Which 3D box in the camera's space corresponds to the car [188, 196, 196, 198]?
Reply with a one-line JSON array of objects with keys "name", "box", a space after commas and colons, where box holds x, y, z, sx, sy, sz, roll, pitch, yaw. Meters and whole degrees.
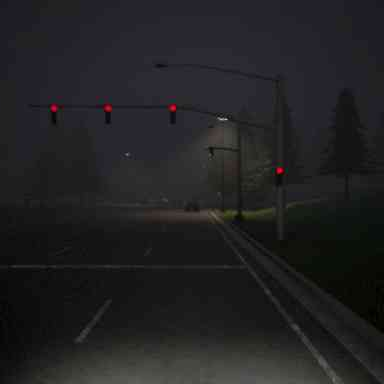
[{"name": "car", "box": [0.047, 1.877, 74.735, 2.150, 2.045, 5.566, 0, -1, 0]}]

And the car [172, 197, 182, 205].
[{"name": "car", "box": [-3.453, 2.208, 75.120, 1.994, 1.385, 4.181, 0, -1, 0]}]

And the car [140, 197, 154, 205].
[{"name": "car", "box": [-10.453, 2.191, 74.708, 2.033, 1.411, 5.357, 0, -1, 0]}]

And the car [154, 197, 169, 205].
[{"name": "car", "box": [-6.953, 2.251, 75.152, 1.895, 1.301, 4.718, 0, -1, 0]}]

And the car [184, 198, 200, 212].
[{"name": "car", "box": [0.028, 1.916, 44.090, 1.812, 1.442, 4.674, 0, -1, 0]}]

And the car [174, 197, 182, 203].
[{"name": "car", "box": [-3.447, 2.062, 85.125, 1.882, 1.535, 5.008, 0, -1, 0]}]

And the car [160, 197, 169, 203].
[{"name": "car", "box": [-6.947, 2.108, 85.127, 1.812, 1.442, 4.674, 0, -1, 0]}]

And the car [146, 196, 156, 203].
[{"name": "car", "box": [-10.447, 1.939, 85.101, 2.097, 1.767, 4.553, 0, -1, 0]}]
